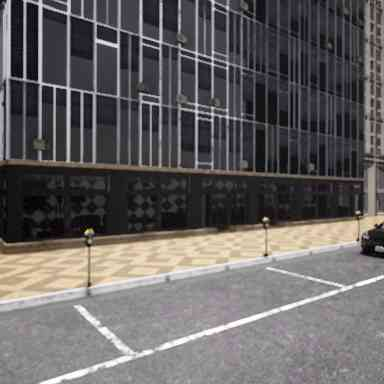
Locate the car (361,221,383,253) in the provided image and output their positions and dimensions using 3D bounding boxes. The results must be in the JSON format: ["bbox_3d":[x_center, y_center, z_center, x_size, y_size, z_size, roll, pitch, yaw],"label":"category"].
[{"bbox_3d":[8.080,1.539,12.417,4.313,1.339,1.947,0,0,-36],"label":"car"}]
